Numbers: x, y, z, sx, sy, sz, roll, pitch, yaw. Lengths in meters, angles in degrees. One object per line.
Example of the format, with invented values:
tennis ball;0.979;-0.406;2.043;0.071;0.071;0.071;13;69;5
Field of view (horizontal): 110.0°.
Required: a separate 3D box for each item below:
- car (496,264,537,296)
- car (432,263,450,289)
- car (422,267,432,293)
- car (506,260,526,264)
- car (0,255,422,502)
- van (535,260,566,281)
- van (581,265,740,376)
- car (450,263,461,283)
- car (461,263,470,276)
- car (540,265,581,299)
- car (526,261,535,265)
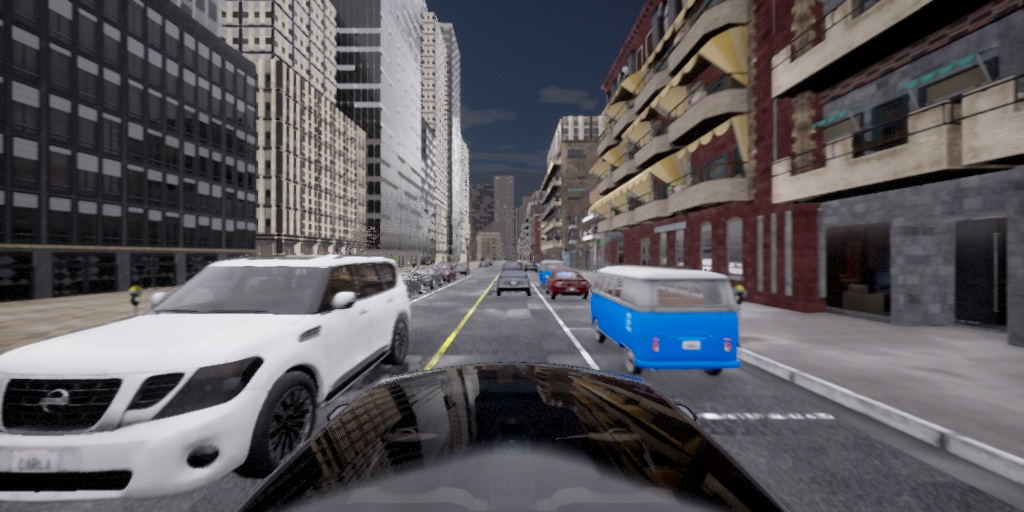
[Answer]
car;0.086;1.378;20.191;2.033;1.411;5.357;0;0;0
car;-5.700;1.408;23.780;2.007;1.370;4.403;0;0;0
car;-5.697;1.383;18.257;2.007;1.370;4.403;0;0;0
car;0.074;1.260;37.524;2.097;1.767;4.553;0;0;0
car;-3.099;0.992;5.094;2.150;2.045;5.566;0;0;0
van;2.681;1.182;23.784;1.690;1.789;3.998;0;0;0
van;2.690;1.108;7.217;1.690;1.789;3.998;0;0;0
car;-5.703;1.323;29.303;1.967;1.591;4.097;0;0;0
car;-5.710;1.500;40.349;1.948;1.339;4.313;0;0;0
car;2.684;1.361;18.261;1.888;1.381;4.507;0;0;0
car;2.665;1.538;51.399;1.948;1.339;4.313;0;0;0
